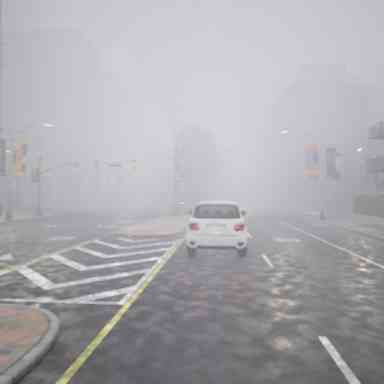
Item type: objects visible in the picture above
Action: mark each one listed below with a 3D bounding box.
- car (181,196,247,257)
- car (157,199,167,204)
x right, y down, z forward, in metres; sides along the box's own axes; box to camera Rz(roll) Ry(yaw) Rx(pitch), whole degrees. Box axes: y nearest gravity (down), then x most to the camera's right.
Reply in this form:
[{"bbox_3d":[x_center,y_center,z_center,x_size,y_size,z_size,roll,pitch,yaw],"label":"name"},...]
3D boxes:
[{"bbox_3d":[1.042,1.350,13.710,2.150,2.045,5.566,0,0,5],"label":"car"},{"bbox_3d":[-7.680,2.350,84.345,1.895,1.301,4.718,0,-1,5],"label":"car"}]
